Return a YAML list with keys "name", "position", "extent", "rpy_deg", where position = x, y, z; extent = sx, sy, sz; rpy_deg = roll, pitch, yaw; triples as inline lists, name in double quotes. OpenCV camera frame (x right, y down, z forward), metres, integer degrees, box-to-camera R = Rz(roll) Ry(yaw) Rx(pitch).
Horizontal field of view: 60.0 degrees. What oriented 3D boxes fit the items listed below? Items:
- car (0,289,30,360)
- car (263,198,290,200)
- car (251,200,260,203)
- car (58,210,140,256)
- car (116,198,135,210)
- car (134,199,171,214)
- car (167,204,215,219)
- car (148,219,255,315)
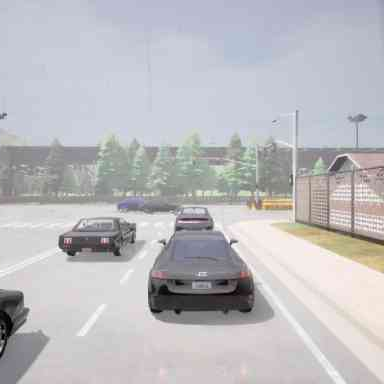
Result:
- name: "car"
  position: [-3.399, 1.547, 2.602]
  extent: [2.033, 1.411, 5.357]
  rpy_deg: [0, 0, 0]
- name: "car"
  position: [12.287, 1.601, 45.367]
  extent: [4.718, 1.301, 1.895]
  rpy_deg: [0, 0, -3]
- name: "car"
  position: [11.749, 1.601, 52.386]
  extent: [4.718, 1.301, 1.895]
  rpy_deg: [0, 0, -2]
- name: "car"
  position: [-3.399, 1.601, 12.997]
  extent: [1.895, 1.301, 4.718]
  rpy_deg: [0, 0, 0]
- name: "car"
  position: [-6.003, 1.477, 37.633]
  extent: [5.008, 1.535, 1.882]
  rpy_deg: [0, 0, -2]
- name: "car"
  position: [-3.197, 1.525, 34.217]
  extent: [4.674, 1.442, 1.812]
  rpy_deg: [0, 0, -2]
- name: "car"
  position: [0.118, 1.492, 16.580]
  extent: [2.128, 1.511, 4.902]
  rpy_deg: [0, 0, 1]
- name: "car"
  position: [0.147, 1.564, 7.677]
  extent: [1.994, 1.385, 4.181]
  rpy_deg: [0, 0, -1]
